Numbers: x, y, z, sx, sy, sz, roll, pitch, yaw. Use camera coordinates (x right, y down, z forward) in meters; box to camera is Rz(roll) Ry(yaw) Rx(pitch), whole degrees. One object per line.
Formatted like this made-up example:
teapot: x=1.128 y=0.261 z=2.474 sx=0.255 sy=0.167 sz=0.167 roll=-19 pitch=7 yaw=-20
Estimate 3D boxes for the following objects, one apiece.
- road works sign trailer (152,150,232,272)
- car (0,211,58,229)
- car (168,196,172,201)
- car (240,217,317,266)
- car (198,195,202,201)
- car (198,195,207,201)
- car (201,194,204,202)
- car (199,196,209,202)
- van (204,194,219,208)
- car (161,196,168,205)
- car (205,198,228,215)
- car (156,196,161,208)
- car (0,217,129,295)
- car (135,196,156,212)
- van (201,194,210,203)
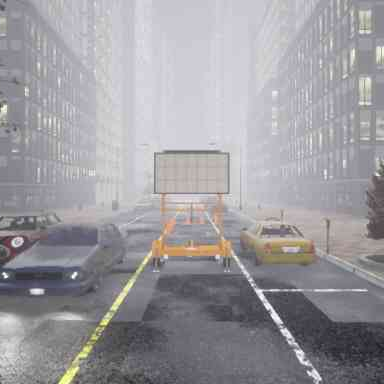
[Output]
road works sign trailer: x=-0.008 y=0.463 z=10.729 sx=2.380 sy=3.560 sz=2.880 roll=0 pitch=0 yaw=0
car: x=-5.702 y=1.439 z=11.162 sx=1.967 sy=1.590 sz=4.097 roll=0 pitch=0 yaw=0
car: x=-5.743 y=1.534 z=79.465 sx=1.947 sy=1.339 sz=4.313 roll=0 pitch=0 yaw=0
car: x=2.679 y=1.524 z=11.322 sx=1.752 sy=1.417 sz=4.829 roll=0 pitch=0 yaw=0
car: x=2.648 y=1.562 z=62.380 sx=1.802 sy=1.307 sz=4.206 roll=0 pitch=0 yaw=0
car: x=2.635 y=1.514 z=85.150 sx=2.008 sy=1.369 sz=4.403 roll=0 pitch=0 yaw=0
car: x=2.658 y=1.429 z=45.305 sx=1.967 sy=1.590 sz=4.097 roll=0 pitch=0 yaw=0
car: x=2.641 y=1.517 z=73.765 sx=1.887 sy=1.381 sz=4.507 roll=0 pitch=0 yaw=0
van: x=2.661 y=1.332 z=39.612 sx=1.690 sy=1.788 sz=3.998 roll=0 pitch=0 yaw=0
car: x=-5.730 y=1.424 z=56.698 sx=1.967 sy=1.590 sz=4.097 roll=0 pitch=0 yaw=0
car: x=2.665 y=1.558 z=33.919 sx=1.947 sy=1.339 sz=4.313 roll=0 pitch=0 yaw=0
car: x=-5.722 y=1.571 z=45.314 sx=1.802 sy=1.307 sz=4.206 roll=0 pitch=0 yaw=0
car: x=-3.006 y=1.546 z=9.110 sx=2.033 sy=1.411 sz=5.357 roll=0 pitch=0 yaw=0
car: x=-5.719 y=1.516 z=39.452 sx=1.752 sy=1.417 sz=4.829 roll=0 pitch=0 yaw=0
van: x=2.644 y=1.318 z=68.073 sx=1.690 sy=1.788 sz=3.998 roll=0 pitch=0 yaw=0
